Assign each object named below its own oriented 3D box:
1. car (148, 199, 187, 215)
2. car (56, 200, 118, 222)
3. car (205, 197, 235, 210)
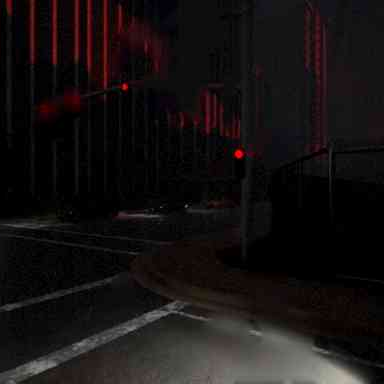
[{"bbox_3d":[-2.384,1.450,33.707,1.837,1.490,4.892,0,0,35],"label":"car"},{"bbox_3d":[-8.008,1.422,25.830,1.882,1.535,5.008,0,0,36],"label":"car"},{"bbox_3d":[3.587,1.422,42.059,1.882,1.535,5.008,0,0,36],"label":"car"}]
